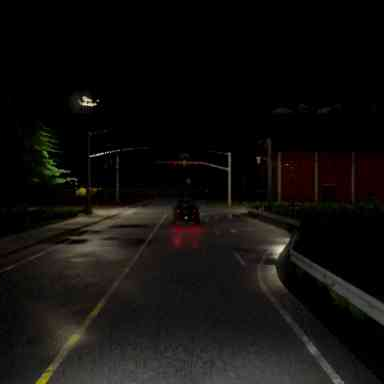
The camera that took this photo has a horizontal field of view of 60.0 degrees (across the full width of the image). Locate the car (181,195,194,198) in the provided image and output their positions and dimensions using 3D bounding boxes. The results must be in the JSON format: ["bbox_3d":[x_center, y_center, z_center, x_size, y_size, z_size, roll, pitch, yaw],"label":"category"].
[{"bbox_3d":[-1.011,1.445,43.086,1.837,1.490,4.892,0,0,-2],"label":"car"}]

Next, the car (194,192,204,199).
[{"bbox_3d":[1.634,0.991,89.970,1.905,1.878,3.866,-8,4,-44],"label":"car"}]

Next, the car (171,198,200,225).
[{"bbox_3d":[-0.437,1.451,23.848,2.128,1.511,4.902,0,0,-2],"label":"car"}]
